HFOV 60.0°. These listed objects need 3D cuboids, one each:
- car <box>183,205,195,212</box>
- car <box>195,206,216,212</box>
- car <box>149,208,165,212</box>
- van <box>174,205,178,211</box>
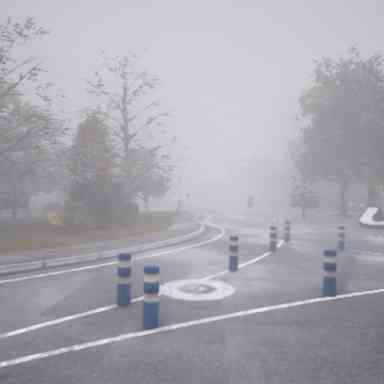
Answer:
[{"bbox_3d":[0.252,4.209,80.030,2.163,1.488,4.792,2,-4,-36],"label":"car"},{"bbox_3d":[3.473,3.895,75.588,2.002,1.452,4.674,4,-6,-36],"label":"car"},{"bbox_3d":[-9.402,5.199,93.428,2.002,1.452,4.674,2,-4,-36],"label":"car"},{"bbox_3d":[-3.027,4.286,84.590,1.878,1.987,4.442,2,-4,-36],"label":"van"}]
